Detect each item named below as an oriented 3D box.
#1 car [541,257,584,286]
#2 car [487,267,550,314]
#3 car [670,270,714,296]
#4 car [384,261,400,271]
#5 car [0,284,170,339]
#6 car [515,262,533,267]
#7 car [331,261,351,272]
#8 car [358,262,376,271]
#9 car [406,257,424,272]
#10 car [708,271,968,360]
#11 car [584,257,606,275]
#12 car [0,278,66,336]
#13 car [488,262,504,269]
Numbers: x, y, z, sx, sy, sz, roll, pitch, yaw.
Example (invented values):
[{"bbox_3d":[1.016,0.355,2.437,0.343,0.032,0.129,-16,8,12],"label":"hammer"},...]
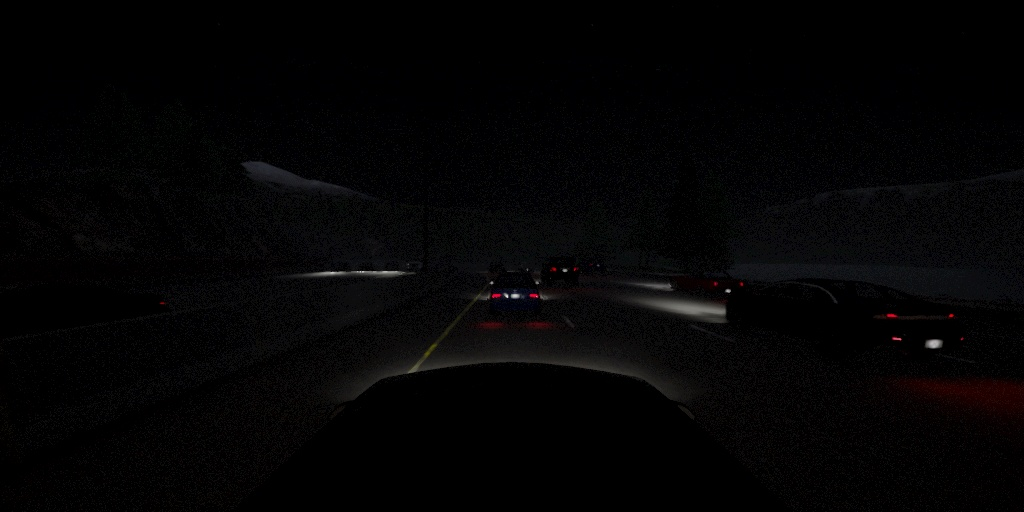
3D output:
[{"bbox_3d":[3.492,1.079,26.839,2.150,2.045,5.566,0,0,-2],"label":"car"},{"bbox_3d":[0.102,1.350,14.121,2.033,1.411,5.357,0,0,0],"label":"car"},{"bbox_3d":[10.593,1.428,19.857,1.895,1.301,4.718,0,0,0],"label":"car"},{"bbox_3d":[-17.968,1.461,53.890,2.128,1.511,4.902,0,0,-13],"label":"car"},{"bbox_3d":[-10.598,1.323,7.692,2.033,1.411,5.357,0,0,0],"label":"car"},{"bbox_3d":[1.533,1.466,46.802,1.812,1.442,4.674,0,0,-10],"label":"car"},{"bbox_3d":[-24.662,1.453,51.774,2.128,1.511,4.902,0,0,-12],"label":"car"},{"bbox_3d":[-21.299,1.529,52.750,1.994,1.385,4.181,0,0,-13],"label":"car"},{"bbox_3d":[-13.860,1.182,51.499,2.150,2.045,5.566,0,0,-12],"label":"car"},{"bbox_3d":[7.100,1.271,8.457,2.128,1.511,4.902,0,0,0],"label":"car"},{"bbox_3d":[9.247,1.145,42.555,2.150,2.045,5.566,0,0,-7],"label":"car"},{"bbox_3d":[-14.106,1.342,8.446,1.994,1.385,4.181,0,0,0],"label":"car"},{"bbox_3d":[-2.072,1.467,46.954,1.812,1.442,4.674,0,0,-10],"label":"car"}]
